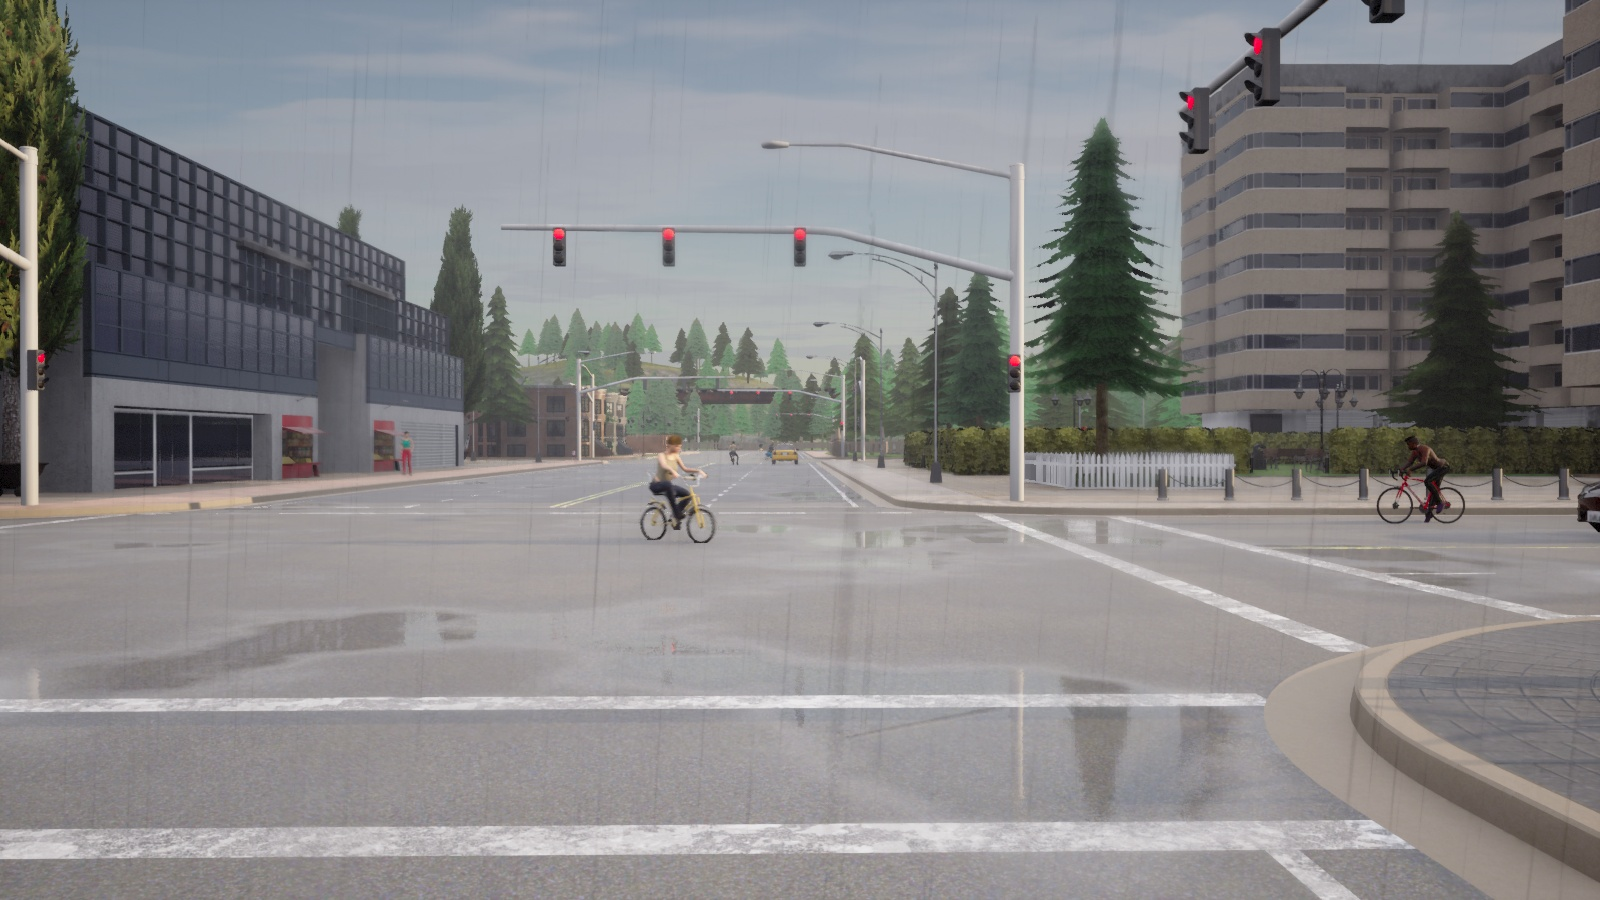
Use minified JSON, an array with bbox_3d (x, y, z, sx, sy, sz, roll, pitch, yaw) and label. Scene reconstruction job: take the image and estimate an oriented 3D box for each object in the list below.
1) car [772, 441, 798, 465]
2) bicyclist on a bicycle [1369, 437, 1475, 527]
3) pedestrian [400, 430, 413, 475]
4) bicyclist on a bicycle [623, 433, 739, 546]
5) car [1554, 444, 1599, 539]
[{"bbox_3d":[-1.048,0.189,87.747,1.801,1.575,5.366,0,0,-1],"label":"car"},{"bbox_3d":[11.414,0.578,23.080,1.656,1.620,0.582,0,0,-1],"label":"bicyclist on a bicycle"},{"bbox_3d":[-16.047,0.103,51.212,0.345,1.836,0.594,0,0,-1],"label":"pedestrian"},{"bbox_3d":[-1.782,0.576,18.752,1.509,1.612,0.866,0,-1,36],"label":"bicyclist on a bicycle"},{"bbox_3d":[14.827,0.647,19.625,4.792,1.488,2.163,0,0,-1],"label":"car"}]
